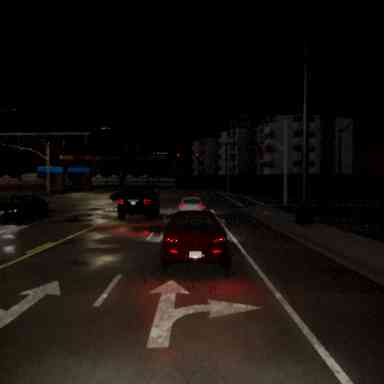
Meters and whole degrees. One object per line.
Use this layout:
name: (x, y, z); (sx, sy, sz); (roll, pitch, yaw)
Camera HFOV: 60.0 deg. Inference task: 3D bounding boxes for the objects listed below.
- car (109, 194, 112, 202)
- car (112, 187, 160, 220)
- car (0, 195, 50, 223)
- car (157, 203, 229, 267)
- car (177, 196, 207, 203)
car: (-7.813, 0.445, 38.863); (4.181, 1.385, 1.994); (2, 3, 42)
car: (-3.458, 0.676, 22.241); (2.150, 2.045, 5.566); (0, 1, 0)
car: (-10.600, 0.989, 20.632); (2.128, 1.511, 4.902); (0, 2, 0)
car: (0.074, 1.288, 10.303); (1.812, 1.442, 4.674); (0, 1, 0)
car: (0.012, 1.000, 21.636); (1.812, 1.442, 4.674); (0, 2, 1)
